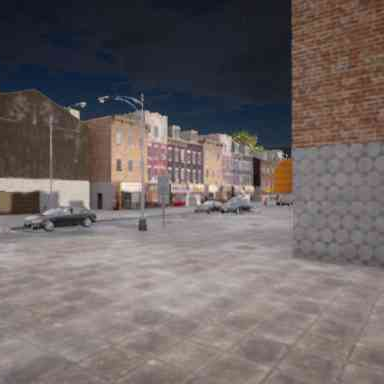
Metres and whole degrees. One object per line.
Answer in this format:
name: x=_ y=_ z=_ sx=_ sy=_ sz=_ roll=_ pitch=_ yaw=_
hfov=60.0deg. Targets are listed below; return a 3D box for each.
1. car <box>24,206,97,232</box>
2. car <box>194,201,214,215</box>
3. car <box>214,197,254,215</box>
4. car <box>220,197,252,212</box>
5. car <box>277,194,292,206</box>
car: x=-7.906 y=1.555 z=20.256 sx=2.008 sy=1.369 sz=4.403 roll=0 pitch=0 yaw=35
car: x=1.914 y=1.562 z=34.179 sx=1.802 sy=1.307 sz=4.206 roll=0 pitch=0 yaw=35
car: x=4.554 y=1.476 z=33.510 sx=1.837 sy=1.490 sz=4.892 roll=0 pitch=0 yaw=35
car: x=5.187 y=1.418 z=38.820 sx=1.967 sy=1.590 sz=4.097 roll=0 pitch=0 yaw=35
car: x=14.046 y=1.238 z=46.804 sx=1.994 sy=1.385 sz=4.181 roll=0 pitch=0 yaw=35
